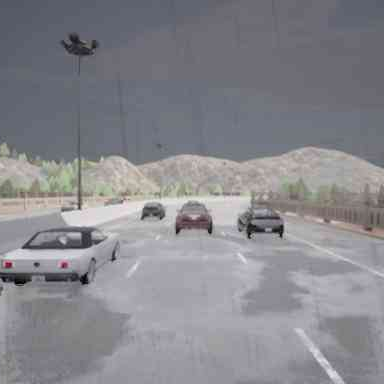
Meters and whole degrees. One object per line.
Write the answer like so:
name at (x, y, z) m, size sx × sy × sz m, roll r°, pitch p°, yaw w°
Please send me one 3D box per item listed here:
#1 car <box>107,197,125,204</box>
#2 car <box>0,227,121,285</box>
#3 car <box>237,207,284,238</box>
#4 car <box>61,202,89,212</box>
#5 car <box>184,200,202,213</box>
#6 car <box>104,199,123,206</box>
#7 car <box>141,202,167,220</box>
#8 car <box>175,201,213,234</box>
car at (-15.445, 1.775, 67.839) m, size 1.994 × 1.385 × 4.181 m, roll 0°, pitch 0°, yaw 11°
car at (-3.399, 1.651, 9.583) m, size 1.895 × 1.301 × 4.718 m, roll 0°, pitch 0°, yaw 0°
car at (3.614, 1.585, 18.107) m, size 2.128 × 1.511 × 4.902 m, roll 0°, pitch 0°, yaw 0°
car at (-14.031, 1.806, 39.943) m, size 1.895 × 1.301 × 4.718 m, roll 0°, pitch 0°, yaw 0°
car at (0.133, 1.759, 41.095) m, size 2.033 × 1.411 × 5.357 m, roll 0°, pitch 0°, yaw 0°
car at (-10.507, 1.721, 44.731) m, size 2.128 × 1.511 × 4.902 m, roll 0°, pitch 0°, yaw 1°
car at (-3.376, 1.658, 29.870) m, size 1.837 × 1.490 × 4.892 m, roll 0°, pitch 0°, yaw 0°
car at (0.116, 1.456, 20.267) m, size 2.097 × 1.767 × 4.553 m, roll 0°, pitch 0°, yaw 0°
